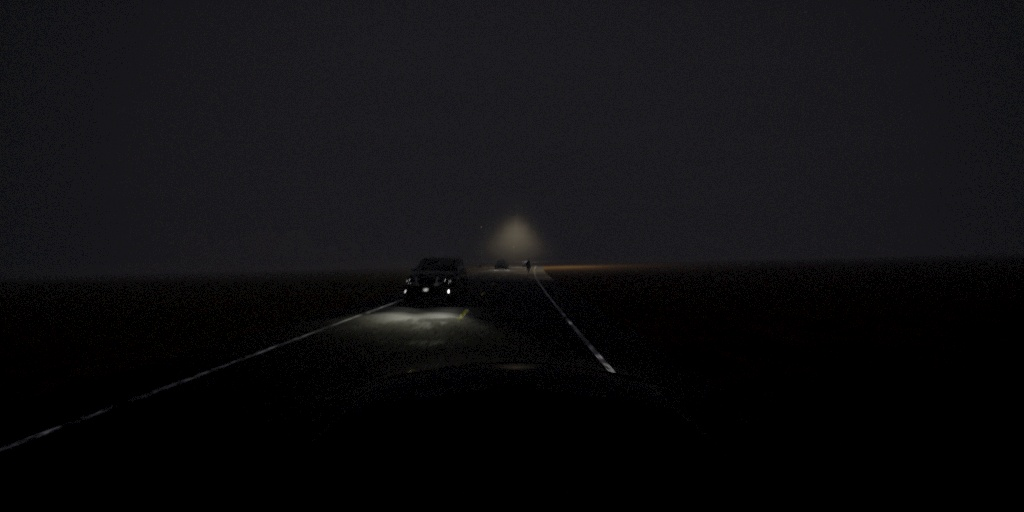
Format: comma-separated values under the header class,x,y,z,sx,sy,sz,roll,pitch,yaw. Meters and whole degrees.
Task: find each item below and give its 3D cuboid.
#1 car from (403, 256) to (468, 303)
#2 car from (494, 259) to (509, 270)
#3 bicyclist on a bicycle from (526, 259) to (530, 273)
class,x,y,z,sx,sy,sz,roll,pitch,yaw
car,-3.467,1.030,17.393,2.150,2.045,5.566,0,0,1
car,-1.665,1.334,58.935,2.097,1.767,4.553,0,0,4
bicyclist on a bicycle,1.946,1.296,43.583,0.659,1.776,1.843,0,0,3
